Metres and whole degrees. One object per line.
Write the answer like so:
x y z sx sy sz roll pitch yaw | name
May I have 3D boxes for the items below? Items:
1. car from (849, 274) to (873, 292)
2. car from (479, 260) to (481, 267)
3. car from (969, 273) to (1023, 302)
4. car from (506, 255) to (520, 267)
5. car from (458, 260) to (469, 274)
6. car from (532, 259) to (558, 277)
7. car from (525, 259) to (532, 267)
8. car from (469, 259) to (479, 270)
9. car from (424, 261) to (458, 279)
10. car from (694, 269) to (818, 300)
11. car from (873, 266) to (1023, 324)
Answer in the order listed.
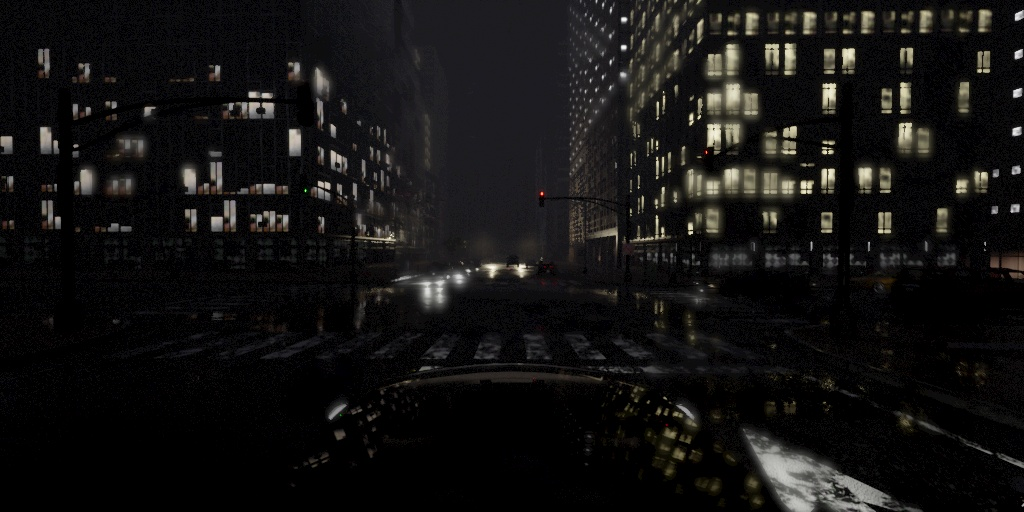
21.852 1.409 20.689 4.829 1.417 1.751 0 0 1 | car
-6.398 1.182 61.726 1.882 1.535 5.008 0 0 1 | car
26.565 1.566 17.991 4.718 1.301 1.895 1 1 1 | car
0.165 0.925 62.860 2.150 2.045 5.566 0 0 0 | car
-6.496 1.327 41.615 1.895 1.301 4.718 0 0 0 | car
3.424 1.223 35.804 2.128 1.511 4.902 0 0 0 | car
3.422 1.228 63.754 1.812 1.442 4.674 0 0 0 | car
-6.461 1.264 51.385 2.033 1.411 5.357 0 0 0 | car
-6.522 1.225 32.333 2.128 1.511 4.902 0 0 0 | car
12.301 1.388 18.212 5.357 1.411 2.033 0 1 0 | car
16.219 1.281 12.419 5.009 1.841 2.192 0 0 1 | car
